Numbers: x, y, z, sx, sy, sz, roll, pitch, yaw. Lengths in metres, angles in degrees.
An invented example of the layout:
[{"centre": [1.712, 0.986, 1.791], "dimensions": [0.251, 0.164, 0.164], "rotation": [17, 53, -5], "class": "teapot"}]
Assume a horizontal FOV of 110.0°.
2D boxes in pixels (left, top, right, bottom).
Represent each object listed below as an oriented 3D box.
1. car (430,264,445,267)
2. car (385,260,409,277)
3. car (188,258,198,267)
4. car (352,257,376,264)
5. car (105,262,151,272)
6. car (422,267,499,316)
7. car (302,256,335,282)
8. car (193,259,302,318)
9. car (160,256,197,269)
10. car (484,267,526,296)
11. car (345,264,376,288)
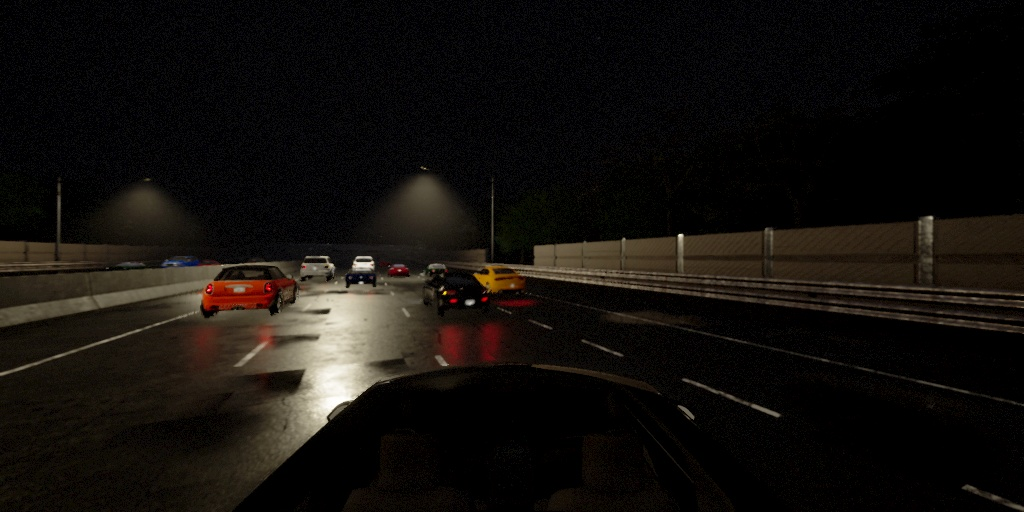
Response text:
[{"centre": [-7.965, 1.507, 37.475], "dimensions": [1.895, 1.301, 4.718], "rotation": [0, 0, -22], "class": "car"}, {"centre": [-12.178, 1.457, 38.314], "dimensions": [1.994, 1.385, 4.181], "rotation": [0, 0, -22], "class": "car"}, {"centre": [-37.098, 1.338, 43.877], "dimensions": [1.812, 1.442, 4.674], "rotation": [0, -1, -22], "class": "car"}, {"centre": [-16.367, 1.105, 39.660], "dimensions": [2.150, 2.045, 5.566], "rotation": [0, 0, -22], "class": "car"}, {"centre": [-43.274, 1.371, 40.460], "dimensions": [1.895, 1.301, 4.718], "rotation": [0, 0, -22], "class": "car"}, {"centre": [-2.229, 1.333, 13.680], "dimensions": [1.812, 1.442, 4.674], "rotation": [0, 0, -22], "class": "car"}, {"centre": [-16.635, 1.058, 30.904], "dimensions": [2.150, 2.045, 5.566], "rotation": [0, 0, -22], "class": "car"}, {"centre": [-9.616, 1.129, 13.542], "dimensions": [2.097, 1.767, 4.553], "rotation": [0, 0, -22], "class": "car"}, {"centre": [-41.145, 1.020, 44.607], "dimensions": [2.150, 2.045, 5.566], "rotation": [0, 0, -21], "class": "car"}, {"centre": [-0.912, 1.325, 20.003], "dimensions": [1.882, 1.535, 5.008], "rotation": [0, 0, -22], "class": "car"}, {"centre": [-10.522, 1.436, 25.083], "dimensions": [1.895, 1.301, 4.718], "rotation": [0, 0, -22], "class": "car"}]
